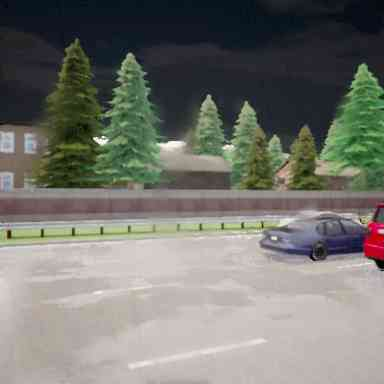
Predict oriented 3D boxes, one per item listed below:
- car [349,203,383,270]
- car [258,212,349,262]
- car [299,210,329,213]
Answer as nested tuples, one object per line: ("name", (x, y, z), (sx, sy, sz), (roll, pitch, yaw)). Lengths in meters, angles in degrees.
("car", (7.545, 1.305, 9.559), (5.566, 2.045, 2.150), (0, 0, -22))
("car", (5.117, 1.641, 12.345), (5.357, 1.411, 2.033), (0, 0, -22))
("car", (6.458, 1.651, 16.679), (4.674, 1.442, 1.812), (0, 0, -22))
